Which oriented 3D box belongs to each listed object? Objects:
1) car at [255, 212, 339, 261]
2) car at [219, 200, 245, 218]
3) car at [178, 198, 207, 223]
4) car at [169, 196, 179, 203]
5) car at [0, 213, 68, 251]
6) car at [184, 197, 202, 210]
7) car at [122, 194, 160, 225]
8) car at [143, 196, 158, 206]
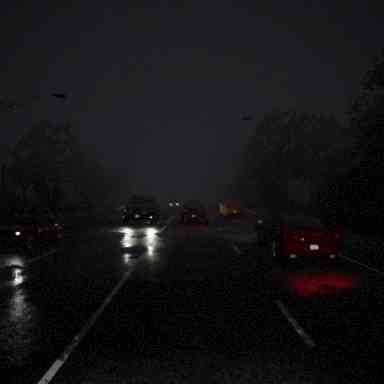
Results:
[{"bbox_3d":[3.602,1.474,12.262,1.882,1.535,5.008,0,0,0],"label":"car"},{"bbox_3d":[3.605,1.470,30.441,1.882,1.535,5.008,0,0,0],"label":"car"},{"bbox_3d":[0.104,1.471,25.120,1.882,1.535,5.008,0,0,0],"label":"car"},{"bbox_3d":[-3.491,1.522,66.767,2.033,1.411,5.357,0,0,0],"label":"car"},{"bbox_3d":[-7.098,1.597,14.305,1.895,1.301,4.718,0,0,0],"label":"car"},{"bbox_3d":[0.108,1.480,42.922,2.128,1.511,4.902,0,0,0],"label":"car"},{"bbox_3d":[-3.596,1.215,24.511,2.150,2.045,5.566,0,0,0],"label":"car"},{"bbox_3d":[-7.041,1.463,56.899,1.882,1.535,5.008,0,0,0],"label":"car"}]
